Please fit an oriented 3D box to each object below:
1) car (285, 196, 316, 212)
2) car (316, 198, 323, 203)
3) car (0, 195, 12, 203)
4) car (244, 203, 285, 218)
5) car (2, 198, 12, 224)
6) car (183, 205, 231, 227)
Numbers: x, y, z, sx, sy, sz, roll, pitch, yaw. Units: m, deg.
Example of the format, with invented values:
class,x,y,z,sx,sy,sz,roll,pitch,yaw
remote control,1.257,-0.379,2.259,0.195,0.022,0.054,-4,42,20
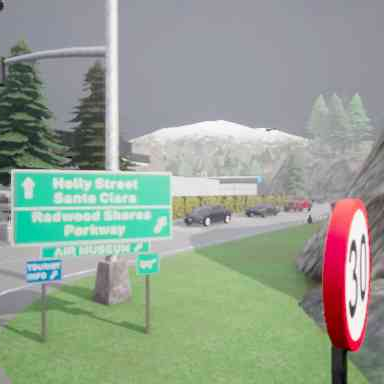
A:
class,x,y,z,sx,sy,sz,roll,pitch,yaw
car,13.639,1.480,42.667,2.150,2.045,5.566,0,0,36
car,27.288,1.895,75.957,4.718,1.301,1.895,0,0,38
car,-38.335,1.836,69.842,4.514,1.523,2.007,0,0,35
car,7.344,1.806,34.096,2.033,1.411,5.357,0,0,36
car,-12.140,1.624,25.896,1.905,1.878,3.866,0,0,35
car,1.287,1.764,25.776,1.837,1.490,4.892,0,0,36
